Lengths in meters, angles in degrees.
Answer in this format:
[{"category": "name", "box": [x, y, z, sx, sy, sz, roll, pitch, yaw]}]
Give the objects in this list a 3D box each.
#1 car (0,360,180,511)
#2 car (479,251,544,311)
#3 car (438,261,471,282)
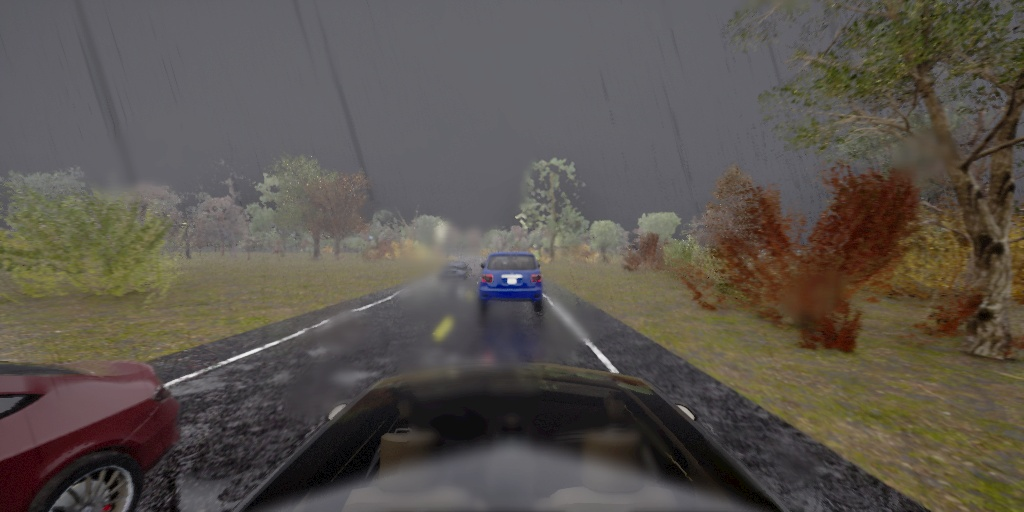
[{"category": "car", "box": [-3.606, 1.286, 1.017, 1.812, 1.442, 4.674, 0, 1, 0]}, {"category": "car", "box": [-0.049, 0.846, 13.861, 2.150, 2.045, 5.566, 0, 1, -1]}, {"category": "car", "box": [-4.018, 1.061, 25.658, 1.994, 1.385, 4.181, 0, 1, -2]}]
